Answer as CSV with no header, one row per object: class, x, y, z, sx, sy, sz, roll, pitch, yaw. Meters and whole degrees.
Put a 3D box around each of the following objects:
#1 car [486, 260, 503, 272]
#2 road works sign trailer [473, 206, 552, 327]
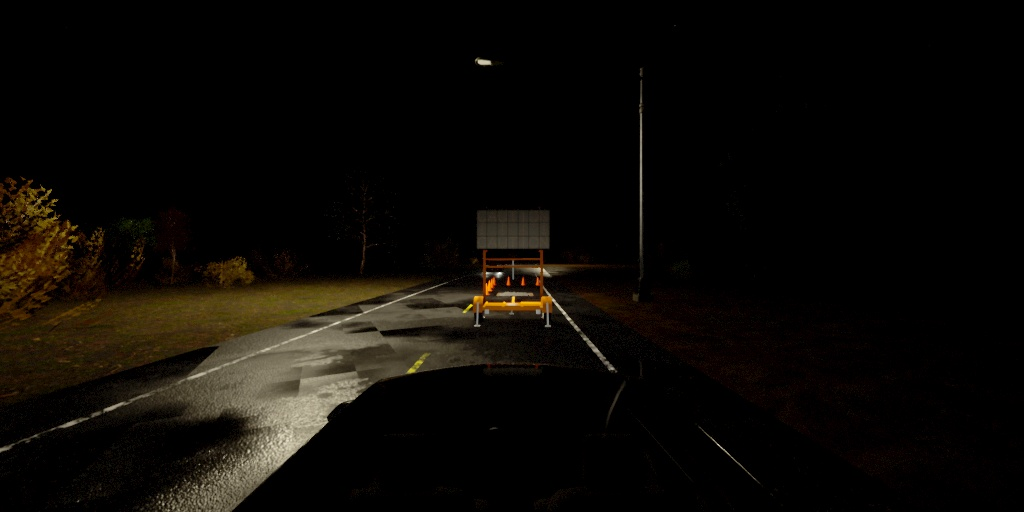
car,-2.357,1.090,45.465,2.097,1.767,4.553,0,0,3
road works sign trailer,0.038,0.213,11.533,2.380,3.560,2.880,0,0,1
